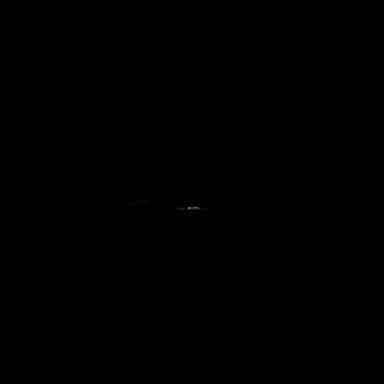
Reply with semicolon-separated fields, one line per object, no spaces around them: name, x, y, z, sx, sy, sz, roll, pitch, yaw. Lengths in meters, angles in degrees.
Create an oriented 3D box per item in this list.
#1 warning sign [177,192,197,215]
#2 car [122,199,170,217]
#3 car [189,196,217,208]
warning sign;-0.389;0.958;27.704;1.300;1.860;1.060;0;0;31
car;-3.855;1.322;28.695;1.882;1.535;5.008;0;0;31
car;1.365;1.265;44.294;2.033;1.411;5.357;0;1;32
